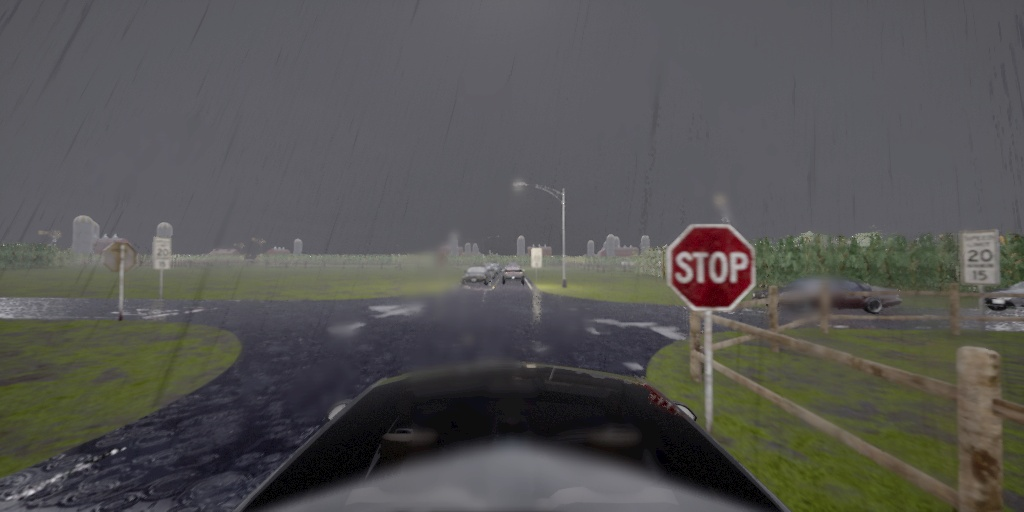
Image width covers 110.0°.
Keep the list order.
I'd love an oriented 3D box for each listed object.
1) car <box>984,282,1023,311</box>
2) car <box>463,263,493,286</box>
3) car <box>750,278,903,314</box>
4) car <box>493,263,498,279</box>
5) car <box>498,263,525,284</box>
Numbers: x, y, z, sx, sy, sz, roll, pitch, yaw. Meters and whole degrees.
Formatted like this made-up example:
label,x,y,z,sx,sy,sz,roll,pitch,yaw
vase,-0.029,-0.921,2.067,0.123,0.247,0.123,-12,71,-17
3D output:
label,x,y,z,sx,sy,sz,roll,pitch,yaw
car,23.391,1.724,15.433,4.902,1.511,2.128,1,-2,0
car,-2.836,1.569,29.354,1.882,1.535,5.008,0,-1,0
car,13.427,1.662,15.469,5.357,1.411,2.033,1,-2,0
car,-2.827,1.770,38.937,1.994,1.385,4.181,0,-1,0
car,0.113,1.612,31.780,2.128,1.511,4.902,0,-1,0
